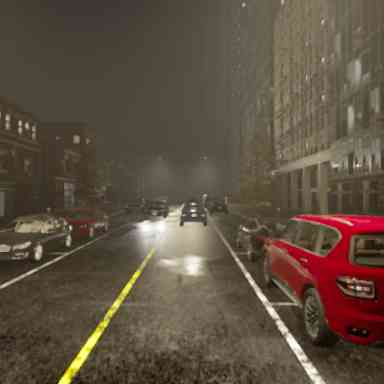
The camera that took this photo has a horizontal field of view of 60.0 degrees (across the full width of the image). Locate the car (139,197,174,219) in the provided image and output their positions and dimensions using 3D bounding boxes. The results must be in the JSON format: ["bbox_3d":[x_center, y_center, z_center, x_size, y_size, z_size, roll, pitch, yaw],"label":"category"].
[{"bbox_3d":[-3.006,1.491,29.104,2.128,1.511,4.902,0,0,0],"label":"car"}]

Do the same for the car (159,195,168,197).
[{"bbox_3d":[-5.688,1.555,57.079,1.947,1.339,4.313,1,0,0],"label":"car"}]

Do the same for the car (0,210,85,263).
[{"bbox_3d":[-5.680,1.547,11.927,2.008,1.369,4.403,1,0,0],"label":"car"}]

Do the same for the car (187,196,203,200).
[{"bbox_3d":[0.095,1.496,42.595,1.837,1.490,4.892,0,0,0],"label":"car"}]

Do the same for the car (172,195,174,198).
[{"bbox_3d":[-5.691,1.570,74.011,1.802,1.307,4.206,1,0,0],"label":"car"}]

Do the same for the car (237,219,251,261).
[{"bbox_3d":[2.699,1.563,11.872,1.947,1.339,4.313,1,0,0],"label":"car"}]

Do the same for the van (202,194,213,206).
[{"bbox_3d":[2.666,1.331,57.025,1.690,1.788,3.998,1,0,0],"label":"van"}]

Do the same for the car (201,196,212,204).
[{"bbox_3d":[2.658,1.555,62.669,1.947,1.339,4.313,1,0,0],"label":"car"}]

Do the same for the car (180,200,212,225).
[{"bbox_3d":[0.099,1.541,23.909,2.033,1.411,5.357,0,0,0],"label":"car"}]

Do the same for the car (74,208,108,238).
[{"bbox_3d":[-5.681,1.540,17.571,1.887,1.381,4.507,1,0,0],"label":"car"}]

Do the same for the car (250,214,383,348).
[{"bbox_3d":[2.704,1.313,6.229,2.192,1.841,5.009,1,0,0],"label":"car"}]

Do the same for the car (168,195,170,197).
[{"bbox_3d":[-5.687,1.429,62.724,1.967,1.590,4.097,1,0,0],"label":"car"}]

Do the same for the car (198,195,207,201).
[{"bbox_3d":[2.654,1.555,85.246,1.947,1.339,4.313,1,0,0],"label":"car"}]

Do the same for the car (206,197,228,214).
[{"bbox_3d":[2.696,1.558,34.449,1.947,1.339,4.313,1,0,0],"label":"car"}]

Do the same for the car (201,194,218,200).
[{"bbox_3d":[2.706,1.306,45.737,2.192,1.841,5.009,1,0,0],"label":"car"}]

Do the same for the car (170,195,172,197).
[{"bbox_3d":[-5.689,1.514,68.197,1.752,1.417,4.829,1,0,0],"label":"car"}]

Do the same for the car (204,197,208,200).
[{"bbox_3d":[2.698,1.574,40.093,1.802,1.307,4.206,1,0,0],"label":"car"}]

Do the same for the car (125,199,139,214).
[{"bbox_3d":[-5.682,1.432,34.503,1.967,1.590,4.097,1,0,0],"label":"car"}]

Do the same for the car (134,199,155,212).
[{"bbox_3d":[-5.685,1.557,40.147,1.947,1.339,4.313,1,0,0],"label":"car"}]

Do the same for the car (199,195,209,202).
[{"bbox_3d":[2.658,1.429,73.957,1.967,1.590,4.097,1,0,0],"label":"car"}]

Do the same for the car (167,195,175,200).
[{"bbox_3d":[-5.694,1.555,90.943,1.947,1.339,4.313,1,0,0],"label":"car"}]
